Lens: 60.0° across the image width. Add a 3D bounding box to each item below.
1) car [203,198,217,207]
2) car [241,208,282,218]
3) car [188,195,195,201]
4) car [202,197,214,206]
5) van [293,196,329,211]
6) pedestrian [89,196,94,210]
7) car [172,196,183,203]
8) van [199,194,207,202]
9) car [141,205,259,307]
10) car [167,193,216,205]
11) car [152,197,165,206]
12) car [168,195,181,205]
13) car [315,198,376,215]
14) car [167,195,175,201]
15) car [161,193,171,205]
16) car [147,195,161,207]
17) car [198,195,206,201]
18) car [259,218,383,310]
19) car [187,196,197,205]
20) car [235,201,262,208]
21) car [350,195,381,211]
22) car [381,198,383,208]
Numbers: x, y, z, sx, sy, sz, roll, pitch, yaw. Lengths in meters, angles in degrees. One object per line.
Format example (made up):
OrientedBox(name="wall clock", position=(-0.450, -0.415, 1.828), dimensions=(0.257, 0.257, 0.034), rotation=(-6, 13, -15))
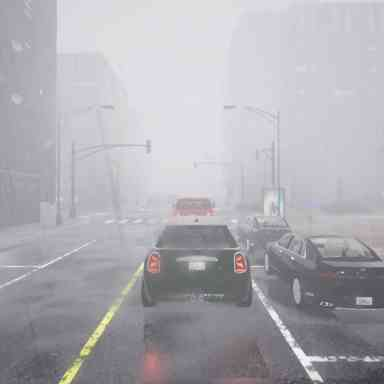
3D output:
OrientedBox(name="car", position=(2.683, 1.585, 51.396), dimensions=(1.947, 1.339, 4.313), rotation=(1, 0, 0))
OrientedBox(name="car", position=(2.826, 1.555, 13.204), dimensions=(2.008, 1.369, 4.403), rotation=(1, 0, 0))
OrientedBox(name="car", position=(-0.031, 1.538, 90.876), dimensions=(1.837, 1.490, 4.892), rotation=(0, 0, 0))
OrientedBox(name="car", position=(2.682, 1.604, 56.967), dimensions=(1.802, 1.307, 4.206), rotation=(1, 0, 0))
OrientedBox(name="van", position=(13.751, 1.297, 38.220), dimensions=(3.998, 1.788, 1.690), rotation=(0, 0, 0))
OrientedBox(name="pedestrian", position=(-12.543, 1.348, 41.356), dimensions=(0.375, 1.860, 0.375), rotation=(0, 0, 0))
OrientedBox(name="car", position=(-3.024, 1.553, 70.725), dimensions=(2.128, 1.511, 4.902), rotation=(0, 0, 0))
OrientedBox(name="van", position=(2.677, 1.373, 79.253), dimensions=(1.690, 1.788, 3.998), rotation=(1, 0, 0))
OrientedBox(name="car", position=(0.098, 1.354, 8.130), dimensions=(2.097, 1.767, 4.553), rotation=(0, 0, 0))
OrientedBox(name="car", position=(0.082, 1.228, 17.601), dimensions=(2.150, 2.045, 5.566), rotation=(0, 0, 0))
OrientedBox(name="car", position=(-5.698, 1.566, 57.005), dimensions=(1.887, 1.381, 4.507), rotation=(1, 0, 0))
OrientedBox(name="car", position=(-3.089, 1.375, 60.655), dimensions=(2.097, 1.767, 4.553), rotation=(0, 0, 0))
OrientedBox(name="car", position=(13.693, 1.413, 29.839), dimensions=(4.206, 1.307, 1.802), rotation=(0, 0, 0))
OrientedBox(name="car", position=(-5.710, 1.603, 90.431), dimensions=(1.947, 1.339, 4.313), rotation=(1, 0, 0))
OrientedBox(name="car", position=(-3.138, 1.240, 51.086), dimensions=(2.150, 2.045, 5.566), rotation=(0, 0, 0))
OrientedBox(name="car", position=(-5.693, 1.334, 51.434), dimensions=(2.192, 1.841, 5.009), rotation=(1, 0, 0))
OrientedBox(name="car", position=(2.671, 1.582, 90.394), dimensions=(1.887, 1.381, 4.507), rotation=(1, 0, 0))
OrientedBox(name="car", position=(2.828, 1.553, 7.634), dimensions=(2.008, 1.369, 4.403), rotation=(1, 0, 0))
OrientedBox(name="car", position=(0.074, 1.549, 61.719), dimensions=(1.812, 1.442, 4.674), rotation=(0, 0, 0))
OrientedBox(name="car", position=(6.881, 1.571, 35.682), dimensions=(4.718, 1.301, 1.895), rotation=(0, -1, 0))
OrientedBox(name="car", position=(19.278, 1.228, 38.183), dimensions=(5.009, 1.841, 2.192), rotation=(0, 0, 0))
OrientedBox(name="car", position=(23.496, 1.320, 35.569), dimensions=(5.008, 1.535, 1.882), rotation=(0, -1, 0))
